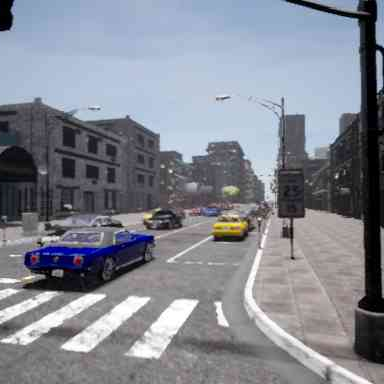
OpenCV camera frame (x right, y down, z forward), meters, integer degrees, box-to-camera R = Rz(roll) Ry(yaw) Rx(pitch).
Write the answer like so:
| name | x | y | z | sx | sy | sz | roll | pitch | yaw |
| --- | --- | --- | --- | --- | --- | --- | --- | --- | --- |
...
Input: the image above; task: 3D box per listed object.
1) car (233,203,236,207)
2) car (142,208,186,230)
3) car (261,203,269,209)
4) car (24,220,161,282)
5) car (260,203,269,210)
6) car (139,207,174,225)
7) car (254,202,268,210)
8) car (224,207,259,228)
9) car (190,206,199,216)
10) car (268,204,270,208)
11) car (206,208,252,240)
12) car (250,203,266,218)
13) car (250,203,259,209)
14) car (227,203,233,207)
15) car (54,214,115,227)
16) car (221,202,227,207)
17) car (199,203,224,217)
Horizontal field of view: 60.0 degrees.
| name | x | y | z | sx | sy | sz | roll | pitch | yaw |
| --- | --- | --- | --- | --- | --- | --- | --- | --- | --- |
| car | 8.852 | 3.355 | 80.089 | 1.967 | 1.590 | 4.097 | 0 | -1 | 14 |
| car | -2.048 | 2.079 | 25.794 | 1.812 | 1.442 | 4.674 | -1 | -2 | 14 |
| car | 18.255 | 3.477 | 83.123 | 1.887 | 1.381 | 4.507 | 0 | -1 | 14 |
| car | -2.742 | 1.747 | 10.273 | 1.895 | 1.301 | 4.718 | -1 | -2 | 14 |
| car | 16.980 | 3.372 | 78.055 | 1.947 | 1.339 | 4.313 | 0 | -1 | 14 |
| car | -3.265 | 2.241 | 31.625 | 1.752 | 1.417 | 4.829 | 0 | -1 | 14 |
| car | 10.272 | 2.580 | 51.227 | 1.967 | 1.590 | 4.097 | 0 | -1 | 14 |
| car | 3.563 | 2.030 | 24.392 | 2.008 | 1.369 | 4.403 | 0 | -1 | 14 |
| car | 0.801 | 2.698 | 47.889 | 1.802 | 1.307 | 4.206 | 0 | -1 | 14 |
| car | 14.298 | 2.854 | 67.329 | 2.192 | 1.841 | 5.009 | 0 | -1 | 14 |
| car | 2.263 | 1.876 | 19.191 | 1.752 | 1.417 | 4.829 | 0 | -1 | 14 |
| car | 7.589 | 2.426 | 40.491 | 2.008 | 1.369 | 4.403 | 0 | -1 | 14 |
| car | 16.240 | 3.616 | 86.209 | 1.895 | 1.301 | 4.718 | -1 | -2 | 14 |
| car | 7.509 | 3.363 | 74.720 | 1.802 | 1.307 | 4.206 | 0 | -1 | 14 |
| car | -4.793 | 1.777 | 14.875 | 2.128 | 1.511 | 4.902 | -1 | -2 | 14 |
| car | 4.826 | 2.829 | 63.994 | 2.192 | 1.841 | 5.009 | 0 | -1 | 14 |
| car | 2.721 | 2.543 | 44.652 | 1.812 | 1.442 | 4.674 | -1 | -2 | 15 |
